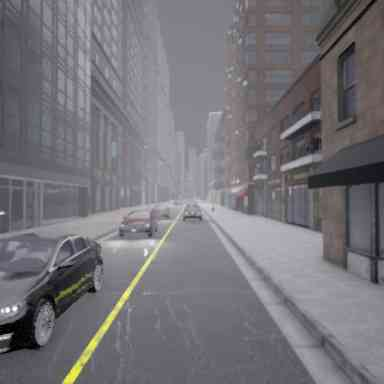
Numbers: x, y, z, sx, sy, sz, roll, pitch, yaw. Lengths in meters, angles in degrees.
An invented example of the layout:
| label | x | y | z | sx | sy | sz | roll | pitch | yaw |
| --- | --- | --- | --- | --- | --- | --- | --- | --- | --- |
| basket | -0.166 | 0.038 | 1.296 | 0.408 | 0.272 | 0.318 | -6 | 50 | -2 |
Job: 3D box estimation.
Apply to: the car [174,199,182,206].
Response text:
| label | x | y | z | sx | sy | sz | roll | pitch | yaw |
| --- | --- | --- | --- | --- | --- | --- | --- | --- | --- |
| car | -3.106 | 2.359 | 75.350 | 2.097 | 1.767 | 4.553 | 0 | -1 | 0 |

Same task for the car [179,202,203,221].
| label | x | y | z | sx | sy | sz | roll | pitch | yaw |
| --- | --- | --- | --- | --- | --- | --- | --- | --- | --- |
| car | 0.059 | 2.019 | 32.384 | 2.033 | 1.411 | 5.357 | 0 | -1 | 0 |

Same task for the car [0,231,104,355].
| label | x | y | z | sx | sy | sz | roll | pitch | yaw |
| --- | --- | --- | --- | --- | --- | --- | --- | --- | --- |
| car | -3.104 | 1.590 | 6.477 | 2.128 | 1.511 | 4.902 | 0 | -1 | 0 |

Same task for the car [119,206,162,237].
| label | x | y | z | sx | sy | sz | roll | pitch | yaw |
| --- | --- | --- | --- | --- | --- | --- | --- | --- | --- |
| car | -3.101 | 1.820 | 20.072 | 1.812 | 1.442 | 4.674 | 0 | -1 | 0 |

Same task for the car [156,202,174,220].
| label | x | y | z | sx | sy | sz | roll | pitch | yaw |
| --- | --- | --- | --- | --- | --- | --- | --- | --- | --- |
| car | -3.157 | 2.025 | 34.166 | 1.812 | 1.442 | 4.674 | 0 | 0 | 0 |
